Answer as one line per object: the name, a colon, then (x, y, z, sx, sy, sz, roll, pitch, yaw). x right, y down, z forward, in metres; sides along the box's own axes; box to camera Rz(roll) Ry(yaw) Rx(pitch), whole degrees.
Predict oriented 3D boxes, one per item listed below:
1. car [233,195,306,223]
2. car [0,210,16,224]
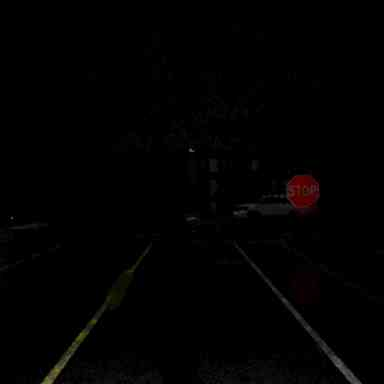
car: (5.952, 1.257, 25.625, 5.566, 2.045, 2.150, 0, 0, -13)
car: (-14.677, 1.533, 22.686, 4.892, 1.490, 1.837, 0, 0, 0)
